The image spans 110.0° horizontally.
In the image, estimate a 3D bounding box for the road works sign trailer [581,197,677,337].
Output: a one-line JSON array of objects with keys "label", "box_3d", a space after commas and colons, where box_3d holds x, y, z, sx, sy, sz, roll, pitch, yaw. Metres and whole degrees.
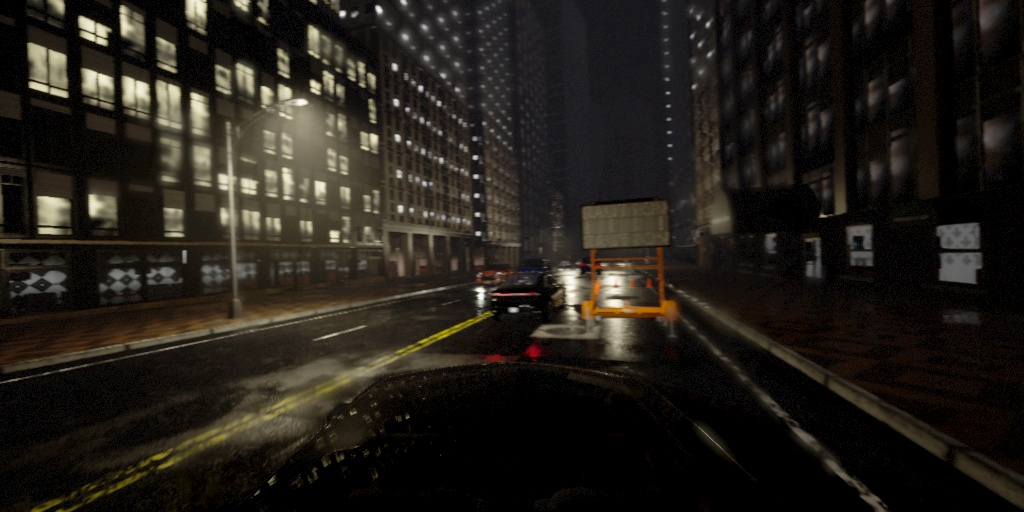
[{"label": "road works sign trailer", "box_3d": [3.315, 0.194, 10.231, 2.380, 3.560, 2.880, 0, 0, 17]}]

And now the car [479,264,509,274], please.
[{"label": "car", "box_3d": [-1.259, 1.449, 29.712, 2.097, 1.767, 4.553, -2, -1, 16]}]

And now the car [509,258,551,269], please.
[{"label": "car", "box_3d": [1.816, 1.201, 28.672, 2.150, 2.045, 5.566, -2, -1, 16]}]

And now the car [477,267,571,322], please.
[{"label": "car", "box_3d": [0.723, 1.336, 12.693, 2.128, 1.511, 4.902, -2, -1, 16]}]

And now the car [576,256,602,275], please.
[{"label": "car", "box_3d": [9.135, 1.091, 41.356, 2.150, 2.045, 5.566, -2, 0, 16]}]
